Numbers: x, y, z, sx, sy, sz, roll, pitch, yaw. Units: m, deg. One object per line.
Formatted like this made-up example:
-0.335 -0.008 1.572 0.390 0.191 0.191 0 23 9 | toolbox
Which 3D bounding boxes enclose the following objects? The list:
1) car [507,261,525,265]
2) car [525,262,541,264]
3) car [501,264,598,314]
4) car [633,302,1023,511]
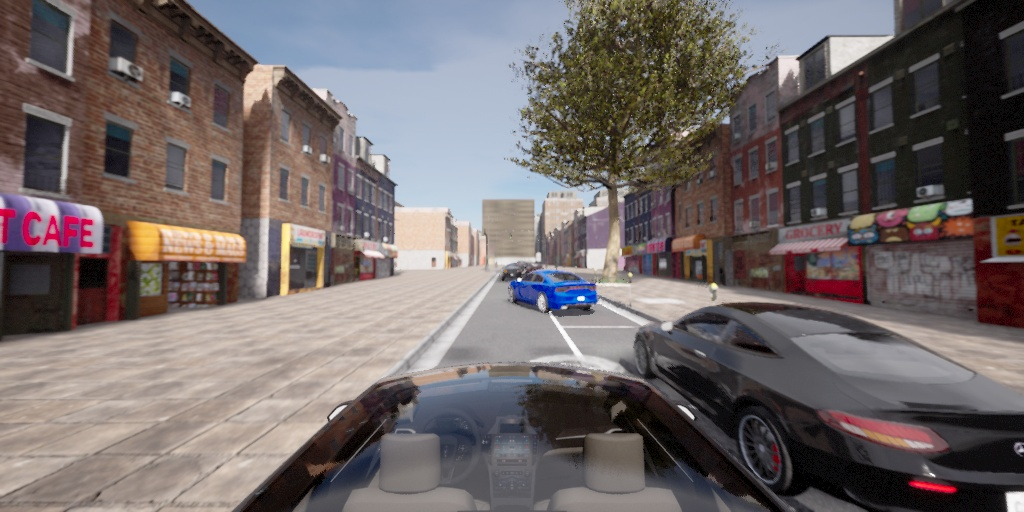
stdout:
0.041 1.458 32.583 1.812 1.442 4.674 0 -1 1 | car
2.576 1.438 41.162 1.967 1.591 4.097 0 0 0 | car
1.418 1.292 14.395 1.882 1.535 5.008 0 0 -21 | car
3.021 1.289 4.389 1.812 1.442 4.674 0 0 0 | car
